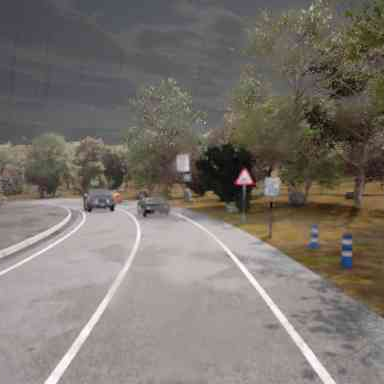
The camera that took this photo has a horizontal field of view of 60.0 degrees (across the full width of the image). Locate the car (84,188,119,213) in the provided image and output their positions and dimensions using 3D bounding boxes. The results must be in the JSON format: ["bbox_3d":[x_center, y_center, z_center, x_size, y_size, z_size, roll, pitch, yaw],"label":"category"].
[{"bbox_3d":[-8.249,0.665,29.331,2.150,2.045,5.566,-2,2,-22],"label":"car"}]

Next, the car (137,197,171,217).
[{"bbox_3d":[-2.985,1.039,24.752,1.895,1.301,4.718,-2,2,-16],"label":"car"}]

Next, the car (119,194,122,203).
[{"bbox_3d":[-10.262,0.469,40.480,2.097,1.767,4.553,-4,3,-32],"label":"car"}]

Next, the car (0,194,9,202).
[{"bbox_3d":[-35.049,1.102,59.748,4.553,1.767,2.097,-2,4,33],"label":"car"}]
